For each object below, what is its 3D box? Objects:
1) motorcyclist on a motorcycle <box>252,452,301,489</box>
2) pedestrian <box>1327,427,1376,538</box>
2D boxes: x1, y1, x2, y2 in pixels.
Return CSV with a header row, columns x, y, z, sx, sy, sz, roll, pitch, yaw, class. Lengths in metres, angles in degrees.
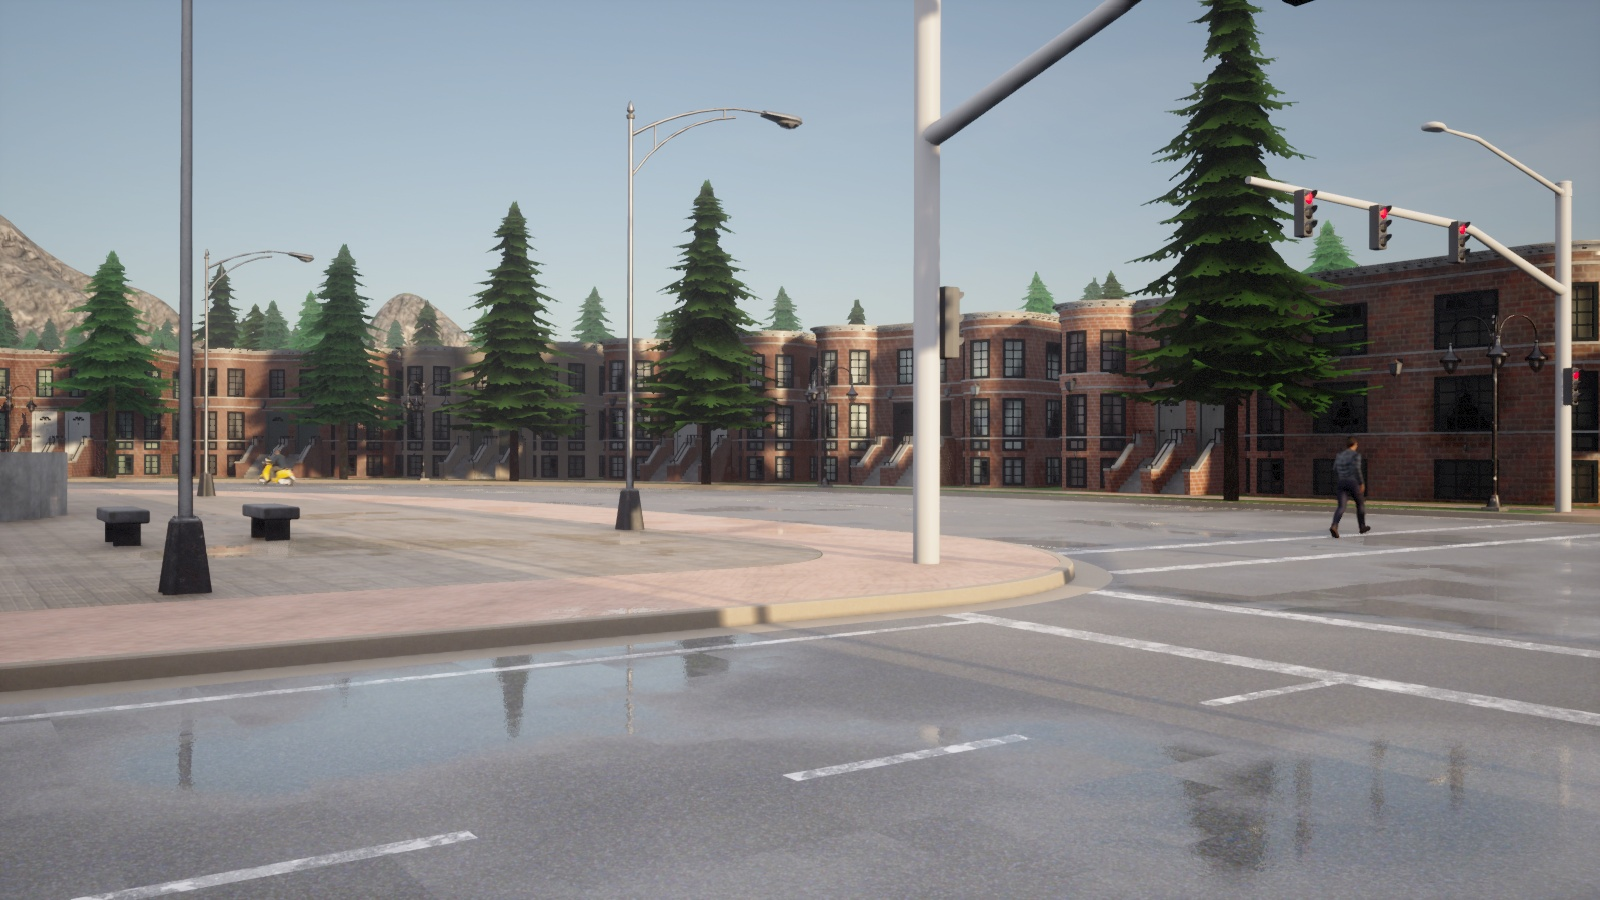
x,y,z,sx,sy,sz,roll,pitch,yaw,class
-22.499,0.878,53.966,1.817,1.590,0.866,0,0,16,motorcyclist on a motorcycle
9.836,0.568,22.395,0.788,1.949,0.423,0,0,-33,pedestrian
